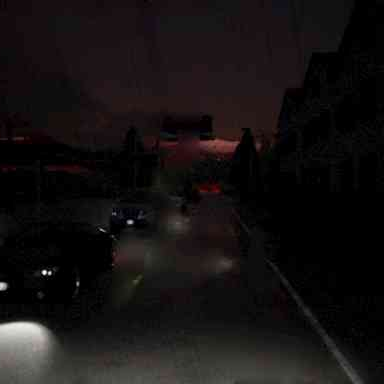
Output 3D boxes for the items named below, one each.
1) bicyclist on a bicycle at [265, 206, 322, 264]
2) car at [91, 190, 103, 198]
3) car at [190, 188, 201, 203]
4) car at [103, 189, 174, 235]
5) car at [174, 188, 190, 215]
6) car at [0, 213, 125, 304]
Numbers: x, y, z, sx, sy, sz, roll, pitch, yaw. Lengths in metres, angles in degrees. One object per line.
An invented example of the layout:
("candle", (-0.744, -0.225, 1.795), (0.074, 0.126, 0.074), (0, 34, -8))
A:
("bicyclist on a bicycle", (2.852, 1.213, 9.610), (1.656, 1.620, 0.582), (-9, 0, 4))
("car", (-17.637, 0.462, 65.731), (4.611, 1.667, 2.242), (0, 1, 4))
("car", (-1.415, 0.527, 46.597), (5.566, 2.045, 2.150), (-1, 0, 36))
("car", (-2.490, 0.914, 17.165), (2.150, 2.045, 5.566), (0, 1, 4))
("car", (-1.667, 0.736, 27.855), (2.150, 2.045, 5.566), (0, 1, 4))
("car", (-3.170, 1.414, 7.728), (1.994, 1.385, 4.181), (0, 1, 4))
